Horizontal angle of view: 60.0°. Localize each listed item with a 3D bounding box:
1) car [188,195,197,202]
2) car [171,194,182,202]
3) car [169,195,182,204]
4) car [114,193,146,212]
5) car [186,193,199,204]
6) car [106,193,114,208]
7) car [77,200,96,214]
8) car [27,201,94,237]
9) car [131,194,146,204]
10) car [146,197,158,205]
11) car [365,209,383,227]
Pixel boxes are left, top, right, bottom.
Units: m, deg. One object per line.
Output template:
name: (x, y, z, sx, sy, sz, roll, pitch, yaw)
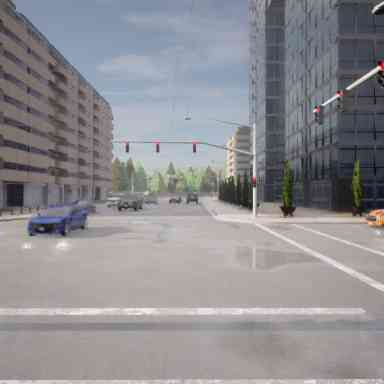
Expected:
car: (0.116, 1.500, 74.616, 1.837, 1.490, 4.892, 0, 0, 1)
car: (-3.391, 1.355, 74.340, 2.097, 1.767, 4.553, 0, 0, 1)
car: (-3.416, 1.526, 64.323, 1.812, 1.442, 4.674, 0, 0, 1)
car: (-7.400, 1.221, 40.056, 2.150, 2.045, 5.566, 0, 0, 1)
car: (0.078, 1.221, 63.904, 2.150, 2.045, 5.566, 0, 0, 1)
car: (-10.816, 1.220, 48.345, 2.150, 2.045, 5.566, 0, 0, 1)
car: (-10.901, 1.526, 33.100, 1.812, 1.442, 4.674, 0, 0, 0)
car: (-7.253, 1.504, 18.469, 1.882, 1.535, 5.008, 0, 0, -1)
car: (-10.516, 1.361, 65.817, 2.097, 1.767, 4.553, 0, 0, 1)
car: (-7.161, 1.548, 59.200, 2.033, 1.411, 5.357, 0, 0, 1)
car: (13.584, 1.407, 21.176, 4.553, 1.767, 2.097, 0, 0, 0)
